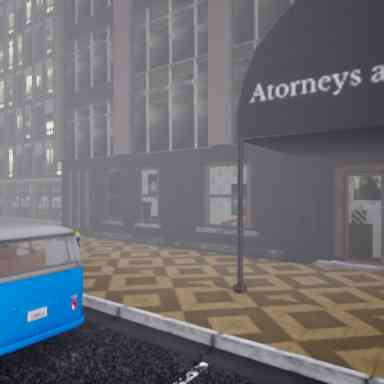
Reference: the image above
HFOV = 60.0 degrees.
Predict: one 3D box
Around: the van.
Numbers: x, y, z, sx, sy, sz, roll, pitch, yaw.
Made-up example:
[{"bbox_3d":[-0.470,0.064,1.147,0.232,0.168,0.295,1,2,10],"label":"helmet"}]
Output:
[{"bbox_3d":[-3.496,1.337,5.359,3.998,1.788,1.690,0,0,35],"label":"van"}]
